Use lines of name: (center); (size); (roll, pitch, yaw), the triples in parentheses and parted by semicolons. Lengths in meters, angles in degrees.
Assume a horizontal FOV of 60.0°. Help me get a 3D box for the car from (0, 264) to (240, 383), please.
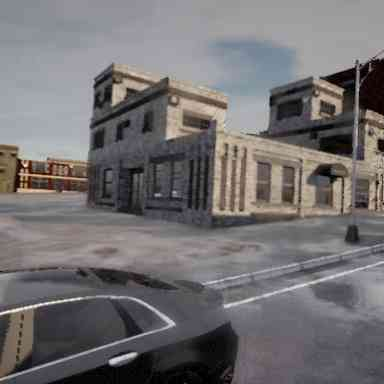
car: (-1.781, 1.505, 2.721); (4.892, 1.490, 1.837); (0, 0, -36)
